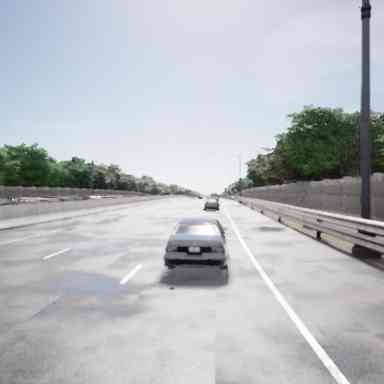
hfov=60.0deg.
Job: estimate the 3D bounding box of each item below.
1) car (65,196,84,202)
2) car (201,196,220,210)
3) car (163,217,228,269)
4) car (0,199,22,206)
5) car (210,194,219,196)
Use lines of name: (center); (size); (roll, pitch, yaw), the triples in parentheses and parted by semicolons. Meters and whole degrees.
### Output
car: (-20.845, 1.518, 58.983); (1.837, 1.490, 4.892); (0, 0, 4)
car: (2.562, 1.599, 43.021); (1.994, 1.385, 4.181); (0, 0, 4)
car: (0.240, 1.558, 11.207); (2.033, 1.411, 5.357); (0, 0, 4)
car: (-22.352, 1.550, 39.439); (2.033, 1.411, 5.357); (0, 0, 4)
car: (3.730, 1.530, 59.013); (2.128, 1.511, 4.902); (0, 0, 4)
